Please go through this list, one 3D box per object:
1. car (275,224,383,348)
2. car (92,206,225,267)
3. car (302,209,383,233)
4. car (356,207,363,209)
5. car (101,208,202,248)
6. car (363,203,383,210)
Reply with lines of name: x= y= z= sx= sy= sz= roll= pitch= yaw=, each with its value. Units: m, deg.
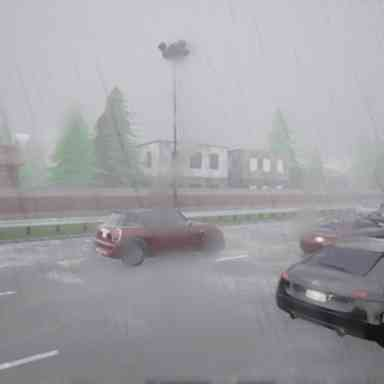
car: x=3.533 y=1.554 z=6.268 sx=4.181 sy=1.385 sz=1.994 roll=0 pitch=0 yaw=-36
car: x=-1.000 y=1.345 z=11.632 sx=4.553 sy=1.767 sz=2.097 roll=0 pitch=0 yaw=-36
car: x=5.891 y=1.546 z=12.252 sx=4.181 sy=1.385 sz=1.994 roll=0 pitch=0 yaw=-36
car: x=15.750 y=1.556 z=27.891 sx=4.718 sy=1.301 sz=1.895 roll=0 pitch=0 yaw=-36
car: x=-1.799 y=1.556 z=15.363 sx=4.181 sy=1.385 sz=1.994 roll=0 pitch=0 yaw=-36
car: x=14.079 y=1.509 z=22.397 sx=5.357 sy=1.411 sz=2.033 roll=0 pitch=0 yaw=-36
